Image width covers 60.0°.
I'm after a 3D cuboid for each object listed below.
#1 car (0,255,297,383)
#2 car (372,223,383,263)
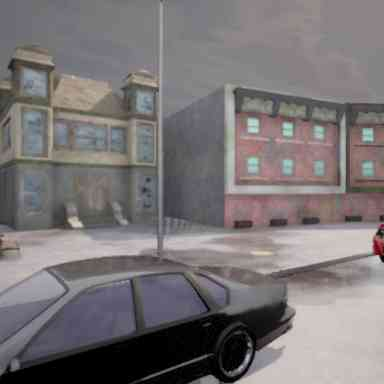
[{"bbox_3d":[-1.070,1.546,3.877,5.357,1.411,2.033,0,0,-36],"label":"car"},{"bbox_3d":[8.098,1.200,10.430,5.566,2.045,2.150,0,0,-31],"label":"car"}]
